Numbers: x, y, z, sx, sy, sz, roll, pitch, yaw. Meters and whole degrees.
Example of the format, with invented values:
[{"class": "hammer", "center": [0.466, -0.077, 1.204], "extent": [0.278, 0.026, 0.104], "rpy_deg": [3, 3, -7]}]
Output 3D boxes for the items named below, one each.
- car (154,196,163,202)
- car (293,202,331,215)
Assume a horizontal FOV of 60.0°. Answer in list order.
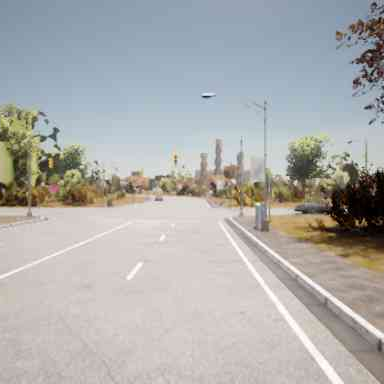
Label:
[{"class": "car", "center": [-8.749, 1.734, 87.413], "extent": [1.882, 1.535, 5.008], "rpy_deg": [0, 1, 1]}, {"class": "car", "center": [13.872, 1.732, 36.119], "extent": [5.357, 1.411, 2.033], "rpy_deg": [0, 0, -2]}]
